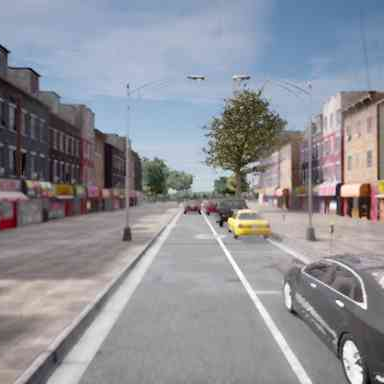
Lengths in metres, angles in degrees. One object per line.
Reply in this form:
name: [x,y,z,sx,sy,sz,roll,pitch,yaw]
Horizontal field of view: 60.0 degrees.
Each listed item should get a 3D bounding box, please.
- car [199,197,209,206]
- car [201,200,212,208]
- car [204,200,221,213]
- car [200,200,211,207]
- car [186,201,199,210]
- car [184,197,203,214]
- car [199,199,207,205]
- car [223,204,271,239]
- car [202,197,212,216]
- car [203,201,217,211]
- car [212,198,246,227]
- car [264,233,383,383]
car: [2.664,2.185,77.142,2.192,1.841,5.009,0,-1,0]
car: [2.659,2.191,60.675,1.752,1.417,4.829,0,-1,0]
car: [2.654,1.918,43.871,1.967,1.590,4.097,0,-1,0]
car: [2.660,2.283,66.049,2.008,1.369,4.403,0,-1,0]
car: [0.047,2.146,53.456,1.994,1.385,4.181,0,-1,1]
car: [0.082,1.815,42.196,2.097,1.767,4.553,0,0,0]
car: [2.667,2.466,82.855,1.752,1.417,4.829,0,-1,0]
car: [3.032,1.661,18.611,1.801,1.575,5.366,0,-1,0]
car: [2.652,1.733,38.327,2.192,1.841,5.009,0,-1,0]
car: [2.656,2.083,49.415,1.887,1.381,4.507,0,-1,0]
car: [2.990,1.506,25.453,2.150,2.045,5.566,0,-1,0]
car: [2.640,1.607,5.051,2.008,1.369,4.403,0,-1,0]
